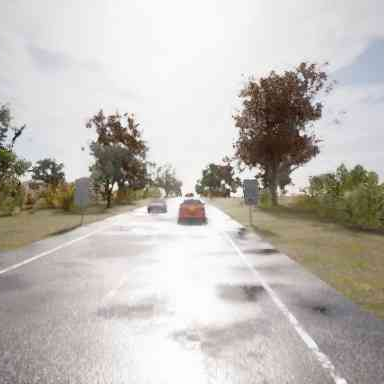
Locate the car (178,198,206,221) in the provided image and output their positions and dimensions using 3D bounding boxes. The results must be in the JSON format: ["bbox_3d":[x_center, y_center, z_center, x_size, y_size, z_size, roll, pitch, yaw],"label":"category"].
[{"bbox_3d":[0.012,1.266,26.225,2.097,1.767,4.553,0,0,0],"label":"car"}]

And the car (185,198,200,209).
[{"bbox_3d":[0.034,1.490,44.197,1.895,1.301,4.718,0,0,0],"label":"car"}]

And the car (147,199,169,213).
[{"bbox_3d":[-3.562,1.426,34.912,1.812,1.442,4.674,0,0,0],"label":"car"}]
